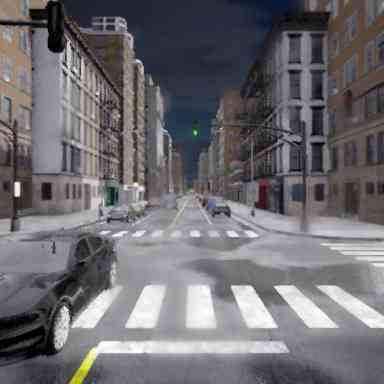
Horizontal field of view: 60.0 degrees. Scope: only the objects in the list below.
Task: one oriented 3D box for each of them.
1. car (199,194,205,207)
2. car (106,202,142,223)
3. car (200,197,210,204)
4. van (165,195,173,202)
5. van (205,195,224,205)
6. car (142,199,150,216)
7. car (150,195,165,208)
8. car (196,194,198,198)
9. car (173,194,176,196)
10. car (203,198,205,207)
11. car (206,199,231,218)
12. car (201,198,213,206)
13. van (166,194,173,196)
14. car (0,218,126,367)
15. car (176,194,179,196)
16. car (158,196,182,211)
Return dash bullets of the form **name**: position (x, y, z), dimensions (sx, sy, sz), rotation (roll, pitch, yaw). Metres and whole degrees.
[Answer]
- **car**: position (2.641, 1.462, 52.813), dimensions (2.192, 1.841, 5.009), rotation (0, 0, 0)
- **car**: position (-5.392, 1.623, 25.780), dimensions (2.008, 1.369, 4.403), rotation (0, 0, 0)
- **car**: position (2.643, 1.718, 69.200), dimensions (1.752, 1.417, 4.829), rotation (0, 0, 0)
- **van**: position (-5.447, 1.564, 79.842), dimensions (1.690, 1.788, 3.998), rotation (0, 0, 0)
- **van**: position (2.638, 1.442, 36.594), dimensions (1.690, 1.788, 3.998), rotation (0, 0, 0)
- **car**: position (-5.397, 1.611, 31.016), dimensions (1.752, 1.417, 4.829), rotation (0, 0, 0)
- **car**: position (-5.414, 1.572, 47.405), dimensions (1.967, 1.590, 4.097), rotation (0, 0, 0)
- **car**: position (2.646, 1.782, 85.250), dimensions (1.887, 1.381, 4.507), rotation (0, 0, 0)
- **car**: position (-5.441, 1.523, 74.435), dimensions (2.192, 1.841, 5.009), rotation (0, 0, 0)
- **car**: position (2.639, 1.698, 42.000), dimensions (1.802, 1.307, 4.206), rotation (0, 0, 0)
- **car**: position (2.637, 1.637, 31.188), dimensions (2.008, 1.369, 4.403), rotation (0, 0, 0)
- **car**: position (2.641, 1.728, 58.219), dimensions (1.947, 1.339, 4.313), rotation (0, 0, 0)
- **van**: position (-5.436, 1.533, 69.029), dimensions (1.690, 1.788, 3.998), rotation (0, 0, 0)
- **car**: position (-2.750, 1.510, 6.282), dimensions (1.882, 1.535, 5.008), rotation (0, 0, 0)
- **car**: position (-5.458, 1.803, 90.654), dimensions (2.008, 1.369, 4.403), rotation (0, 0, 0)
- **car**: position (-2.755, 1.663, 42.868), dimensions (2.128, 1.511, 4.902), rotation (0, 1, 0)
